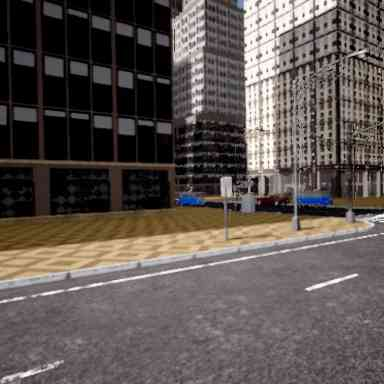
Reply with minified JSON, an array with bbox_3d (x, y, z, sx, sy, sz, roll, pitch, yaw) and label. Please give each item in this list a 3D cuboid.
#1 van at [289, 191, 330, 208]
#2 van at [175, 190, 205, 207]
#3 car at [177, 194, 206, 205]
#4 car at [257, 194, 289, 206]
[{"bbox_3d":[13.256,0.777,36.859,1.690,1.788,3.998,-1,1,-34],"label":"van"},{"bbox_3d":[0.015,0.901,41.268,1.690,1.788,3.998,-1,1,-34],"label":"van"},{"bbox_3d":[-0.138,1.049,46.146,1.994,1.385,4.181,-1,1,-34],"label":"car"},{"bbox_3d":[10.079,0.955,41.397,1.887,1.381,4.507,-1,1,-34],"label":"car"}]
